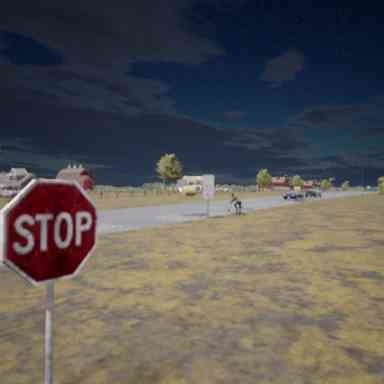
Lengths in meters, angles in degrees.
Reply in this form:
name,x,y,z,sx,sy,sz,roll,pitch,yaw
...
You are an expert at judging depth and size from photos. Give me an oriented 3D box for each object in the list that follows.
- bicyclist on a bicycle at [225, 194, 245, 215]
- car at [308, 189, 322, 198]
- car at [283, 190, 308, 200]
name,x,y,z,sx,sy,sz,roll,pitch,yaw
bicyclist on a bicycle,3.256,0.965,25.304,1.656,1.620,0.582,0,1,35
car,20.672,0.181,56.542,1.837,1.490,4.892,2,2,35
car,14.866,0.466,48.379,1.895,1.301,4.718,2,2,35
